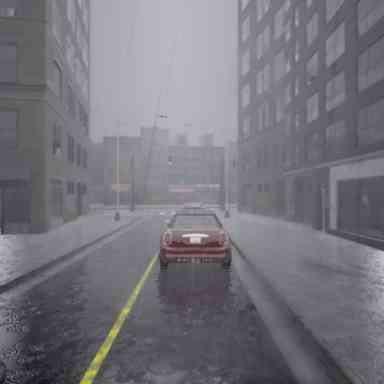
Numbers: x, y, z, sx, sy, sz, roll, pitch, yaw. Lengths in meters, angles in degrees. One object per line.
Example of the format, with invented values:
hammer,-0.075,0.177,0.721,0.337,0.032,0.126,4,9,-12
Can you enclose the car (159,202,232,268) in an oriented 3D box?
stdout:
car,0.102,1.353,11.383,2.097,1.767,4.553,0,0,0

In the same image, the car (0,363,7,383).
car,-2.597,1.547,0.653,2.033,1.411,5.357,0,0,0

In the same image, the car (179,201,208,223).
car,0.106,1.491,26.196,2.128,1.511,4.902,0,0,0
